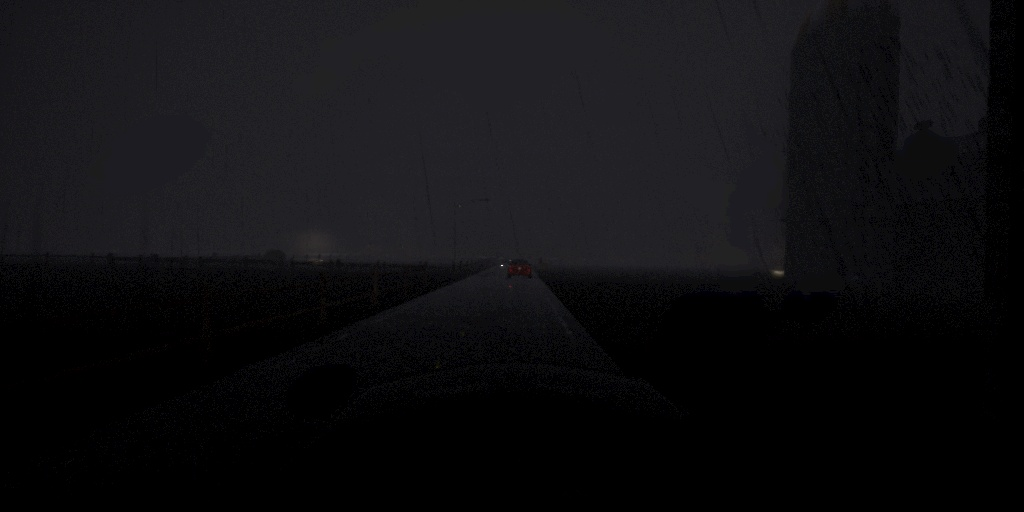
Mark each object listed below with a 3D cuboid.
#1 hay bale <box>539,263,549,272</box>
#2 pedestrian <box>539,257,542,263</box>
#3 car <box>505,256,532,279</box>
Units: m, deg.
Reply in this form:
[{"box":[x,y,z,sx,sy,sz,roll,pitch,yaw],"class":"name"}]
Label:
[{"box":[4.071,1.398,46.144,1.220,1.180,1.240,0,0,1],"class":"hay bale"},{"box":[3.810,1.039,47.272,0.375,1.860,0.375,0,1,0],"class":"pedestrian"},{"box":[0.718,1.071,33.062,2.097,1.767,4.553,1,0,2],"class":"car"}]
